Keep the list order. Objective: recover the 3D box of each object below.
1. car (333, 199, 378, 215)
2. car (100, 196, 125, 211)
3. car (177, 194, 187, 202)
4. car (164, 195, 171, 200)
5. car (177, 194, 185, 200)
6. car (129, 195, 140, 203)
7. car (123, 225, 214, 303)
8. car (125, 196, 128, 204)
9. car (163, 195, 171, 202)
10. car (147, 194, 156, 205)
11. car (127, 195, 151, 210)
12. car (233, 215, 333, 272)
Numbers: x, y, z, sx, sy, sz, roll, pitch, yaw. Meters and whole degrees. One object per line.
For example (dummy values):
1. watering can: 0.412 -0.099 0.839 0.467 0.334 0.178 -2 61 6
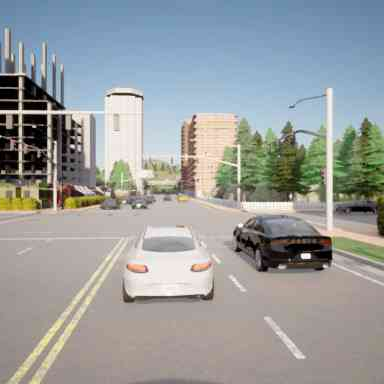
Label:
1. car: 17.026 1.491 34.053 4.902 1.511 2.128 0 0 -3
2. car: -10.228 1.547 41.985 2.033 1.411 5.357 0 0 -4
3. car: -2.169 1.469 76.971 1.882 1.535 5.008 0 0 -4
4. car: -6.362 1.378 86.262 1.994 1.385 4.181 0 0 -4
5. car: -2.871 1.303 86.518 1.882 1.535 5.008 0 0 -4
6. car: -12.334 1.476 72.019 1.882 1.535 5.008 0 0 -4
7. car: -0.597 1.526 8.162 1.812 1.442 4.674 0 0 -5
8. car: -11.307 1.489 56.920 2.128 1.511 4.902 0 0 -4
9. car: -5.732 1.516 77.691 2.128 1.511 4.902 0 0 -4
10. car: -7.982 1.505 59.576 1.837 1.490 4.892 0 0 -4
11. car: -6.665 1.491 42.481 2.128 1.511 4.902 0 0 -6
12. car: 2.665 1.477 10.903 1.882 1.535 5.008 0 0 -5
